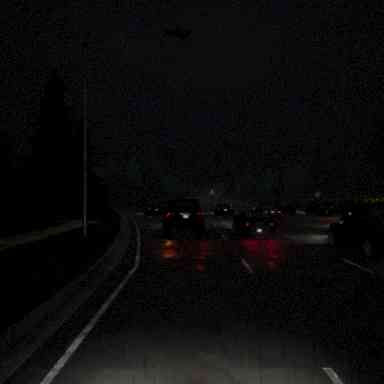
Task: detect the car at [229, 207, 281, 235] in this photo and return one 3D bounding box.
[{"bbox_3d":[3.599,1.779,19.944,1.895,1.301,4.718,0,-1,0],"label":"car"}]

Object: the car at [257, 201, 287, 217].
[{"bbox_3d":[7.098,1.831,31.813,2.033,1.411,5.357,0,-1,0],"label":"car"}]

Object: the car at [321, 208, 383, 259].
[{"bbox_3d":[7.100,1.595,13.075,1.882,1.535,5.008,0,-1,0],"label":"car"}]

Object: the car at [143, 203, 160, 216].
[{"bbox_3d":[-4.315,1.897,37.312,1.994,1.385,4.181,0,-1,-16],"label":"car"}]

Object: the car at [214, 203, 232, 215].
[{"bbox_3d":[3.598,1.900,37.766,1.994,1.385,4.181,0,-1,0],"label":"car"}]

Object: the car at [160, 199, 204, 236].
[{"bbox_3d":[-0.623,1.400,19.932,2.150,2.045,5.566,0,-1,-6],"label":"car"}]

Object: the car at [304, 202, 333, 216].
[{"bbox_3d":[14.099,1.822,37.143,2.128,1.511,4.902,0,-1,0],"label":"car"}]

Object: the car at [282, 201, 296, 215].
[{"bbox_3d":[10.598,1.822,38.732,1.882,1.535,5.008,0,-1,0],"label":"car"}]
